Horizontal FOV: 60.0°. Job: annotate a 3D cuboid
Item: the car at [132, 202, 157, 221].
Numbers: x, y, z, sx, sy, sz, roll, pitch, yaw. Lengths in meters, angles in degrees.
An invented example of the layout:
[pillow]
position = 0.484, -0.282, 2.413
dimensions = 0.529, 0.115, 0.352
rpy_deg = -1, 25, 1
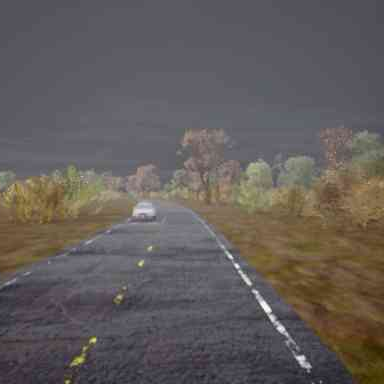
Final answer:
[car]
position = -3.972, 1.625, 28.250
dimensions = 1.812, 1.442, 4.674
rpy_deg = 0, 0, -4
